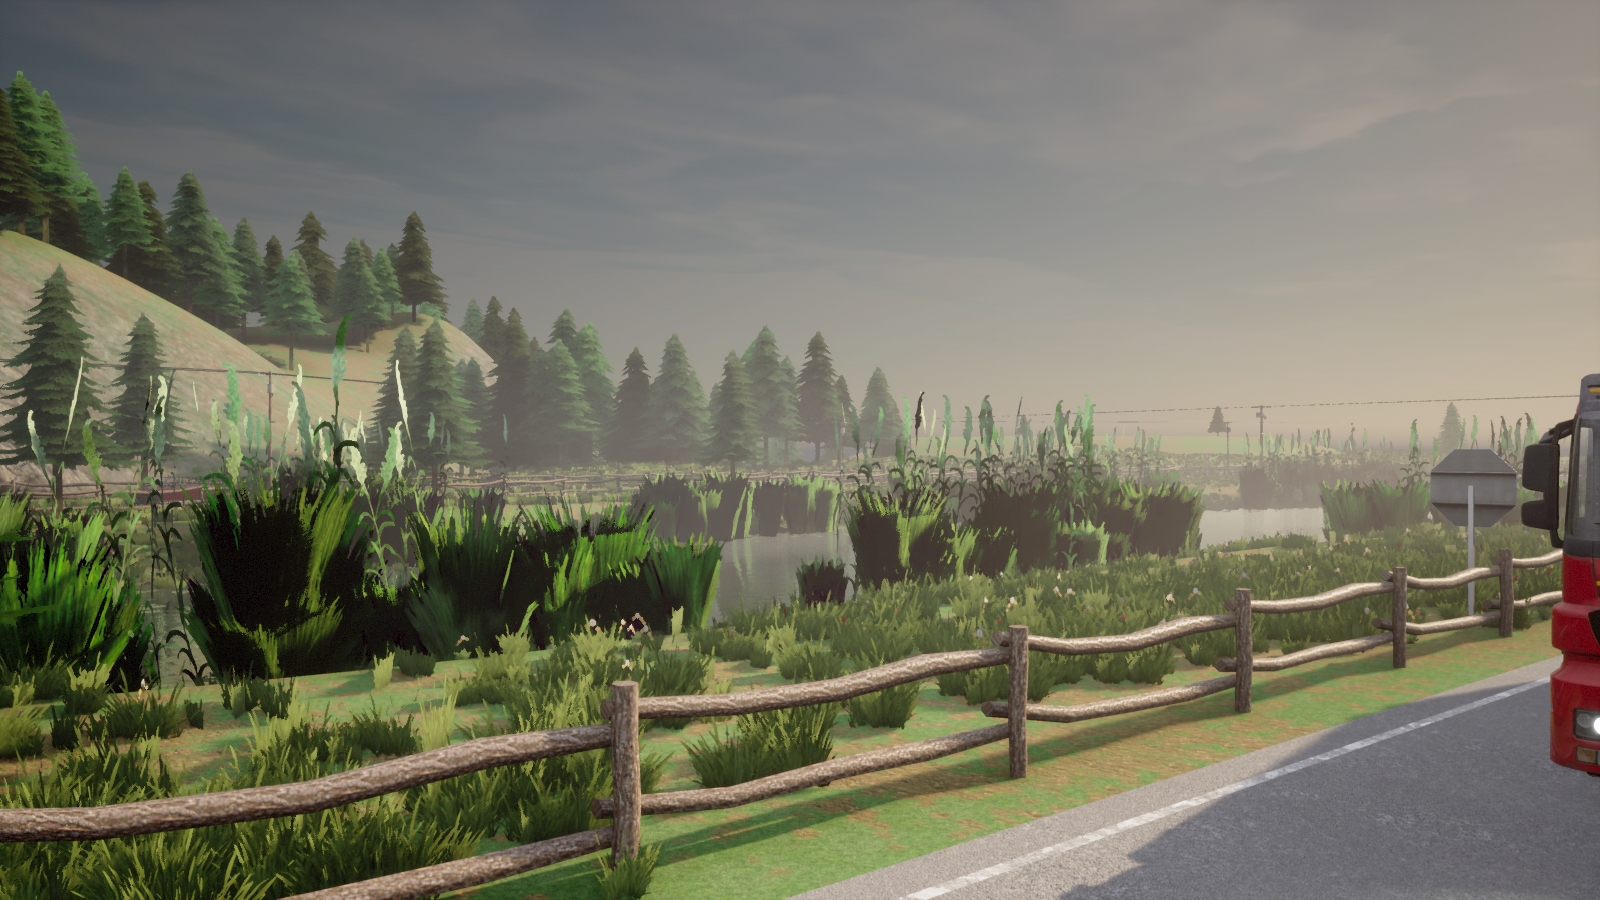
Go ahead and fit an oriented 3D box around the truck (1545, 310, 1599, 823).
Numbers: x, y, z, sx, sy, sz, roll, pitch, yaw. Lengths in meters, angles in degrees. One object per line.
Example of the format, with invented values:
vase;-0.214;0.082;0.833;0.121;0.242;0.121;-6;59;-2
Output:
truck;9.577;0.862;10.973;2.891;3.827;8.468;0;0;41

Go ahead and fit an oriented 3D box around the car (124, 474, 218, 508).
car;-31.272;2.026;56.849;1.789;1.549;3.705;0;0;42
